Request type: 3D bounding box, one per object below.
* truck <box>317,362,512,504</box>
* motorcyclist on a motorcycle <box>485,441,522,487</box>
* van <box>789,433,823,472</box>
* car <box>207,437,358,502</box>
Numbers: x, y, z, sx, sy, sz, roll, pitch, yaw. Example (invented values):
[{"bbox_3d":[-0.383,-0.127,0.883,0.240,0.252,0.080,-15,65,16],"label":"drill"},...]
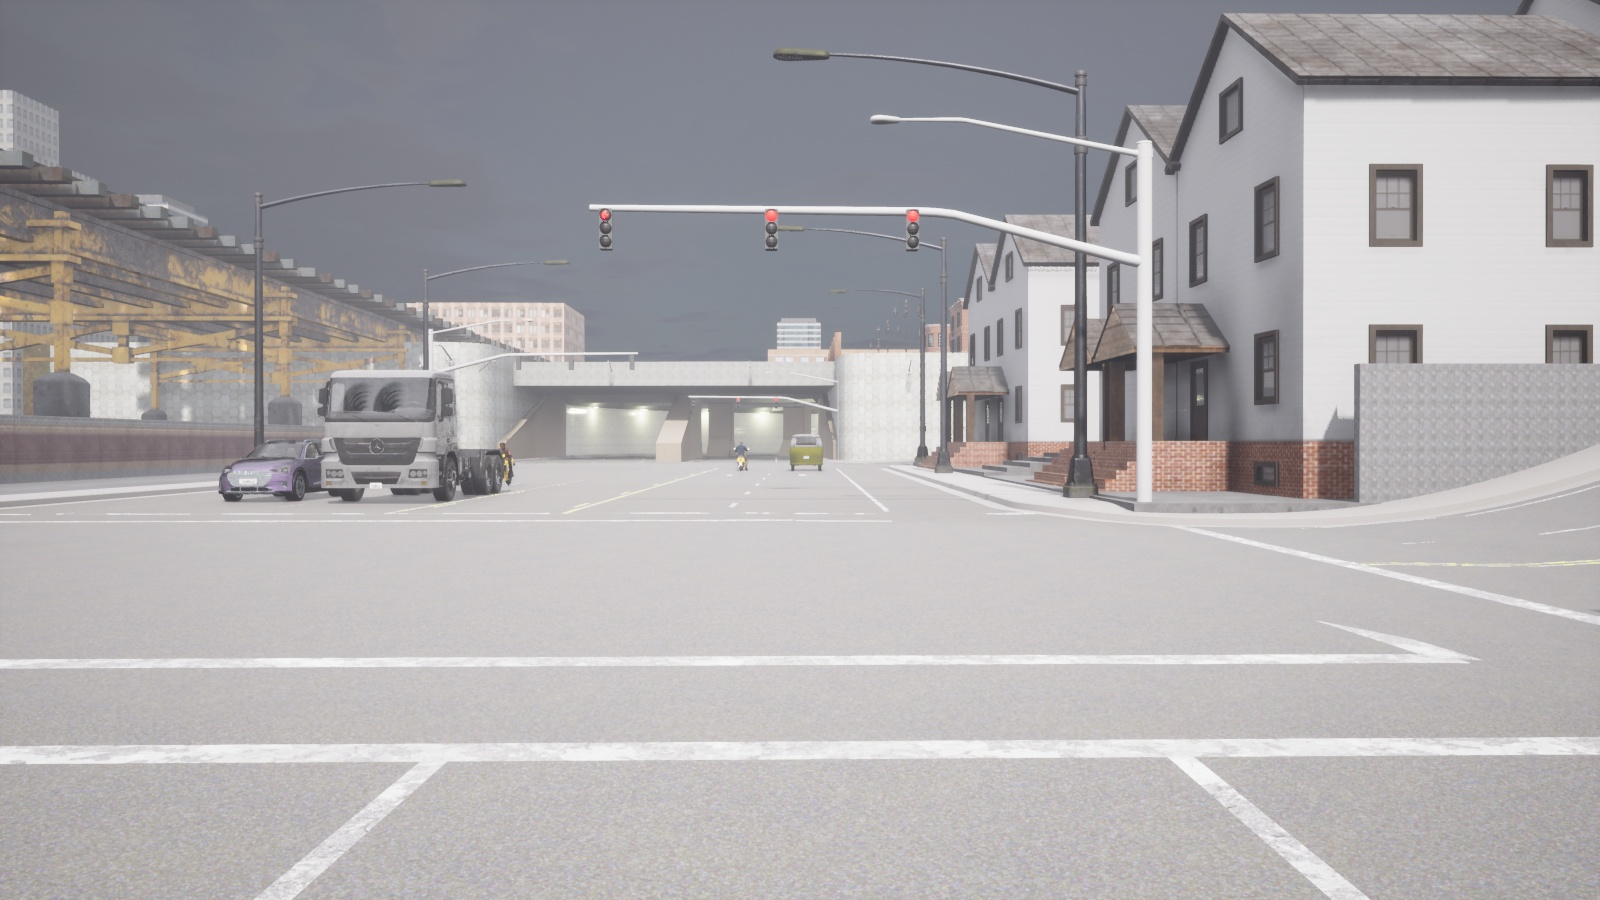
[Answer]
[{"bbox_3d":[-10.315,-0.439,34.598,2.891,3.462,7.936,0,0,0],"label":"truck"},{"bbox_3d":[-10.277,0.470,43.538,0.797,1.523,2.044,0,1,0],"label":"motorcyclist on a motorcycle"},{"bbox_3d":[0.340,0.117,67.674,1.775,1.987,4.442,0,0,0],"label":"van"},{"bbox_3d":[-13.823,0.474,33.899,2.033,1.649,4.856,0,0,0],"label":"car"}]
